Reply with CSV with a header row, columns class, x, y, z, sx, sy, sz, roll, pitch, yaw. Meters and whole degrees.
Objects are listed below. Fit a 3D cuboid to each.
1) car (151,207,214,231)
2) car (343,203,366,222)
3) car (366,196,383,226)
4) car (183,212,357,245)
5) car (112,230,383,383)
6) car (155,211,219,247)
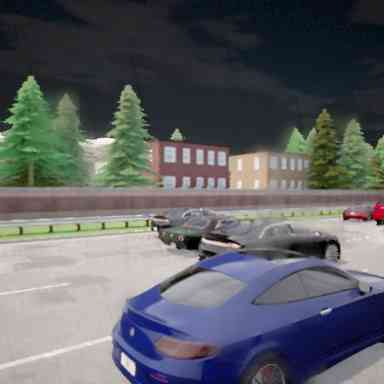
class,x,y,z,sx,sy,sz,roll,pitch,yaw
car,0.285,1.506,16.844,4.902,1.511,2.128,0,0,-35
car,13.899,1.603,26.549,4.181,1.385,1.994,0,0,-35
car,14.583,1.258,22.739,5.566,2.045,2.150,0,0,-35
car,2.446,1.503,9.787,4.902,1.511,2.128,0,0,-35
car,1.239,1.531,4.644,4.674,1.442,1.812,0,0,-36
car,1.150,1.613,13.162,4.718,1.301,1.895,0,0,-35
